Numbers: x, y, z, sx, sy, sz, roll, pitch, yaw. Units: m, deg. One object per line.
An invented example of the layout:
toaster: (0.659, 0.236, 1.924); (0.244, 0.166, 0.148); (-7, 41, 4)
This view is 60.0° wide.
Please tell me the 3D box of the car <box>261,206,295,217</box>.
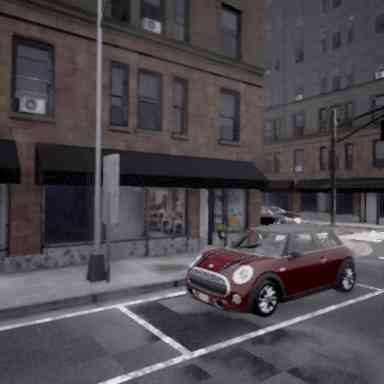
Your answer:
car: (5.464, 1.748, 23.468); (2.128, 1.511, 4.902); (1, -1, -35)

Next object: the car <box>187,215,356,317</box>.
car: (1.854, 1.508, 7.518); (4.097, 1.590, 1.967); (1, 0, -36)
